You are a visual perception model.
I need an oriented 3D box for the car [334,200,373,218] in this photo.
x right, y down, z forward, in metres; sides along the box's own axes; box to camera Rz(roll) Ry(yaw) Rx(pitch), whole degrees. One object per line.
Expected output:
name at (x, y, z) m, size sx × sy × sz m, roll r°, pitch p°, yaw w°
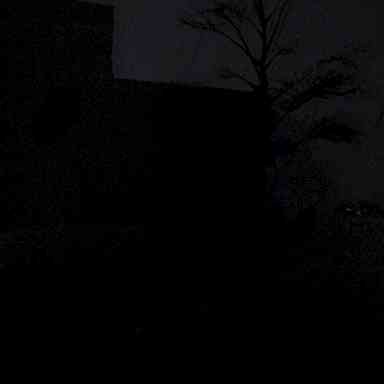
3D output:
car at (14.355, 1.515, 30.348) m, size 1.812 × 1.442 × 4.674 m, roll 1°, pitch 0°, yaw 8°

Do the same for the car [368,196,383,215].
car at (17.988, 1.533, 34.936) m, size 1.882 × 1.535 × 5.008 m, roll 1°, pitch -1°, yaw 3°
